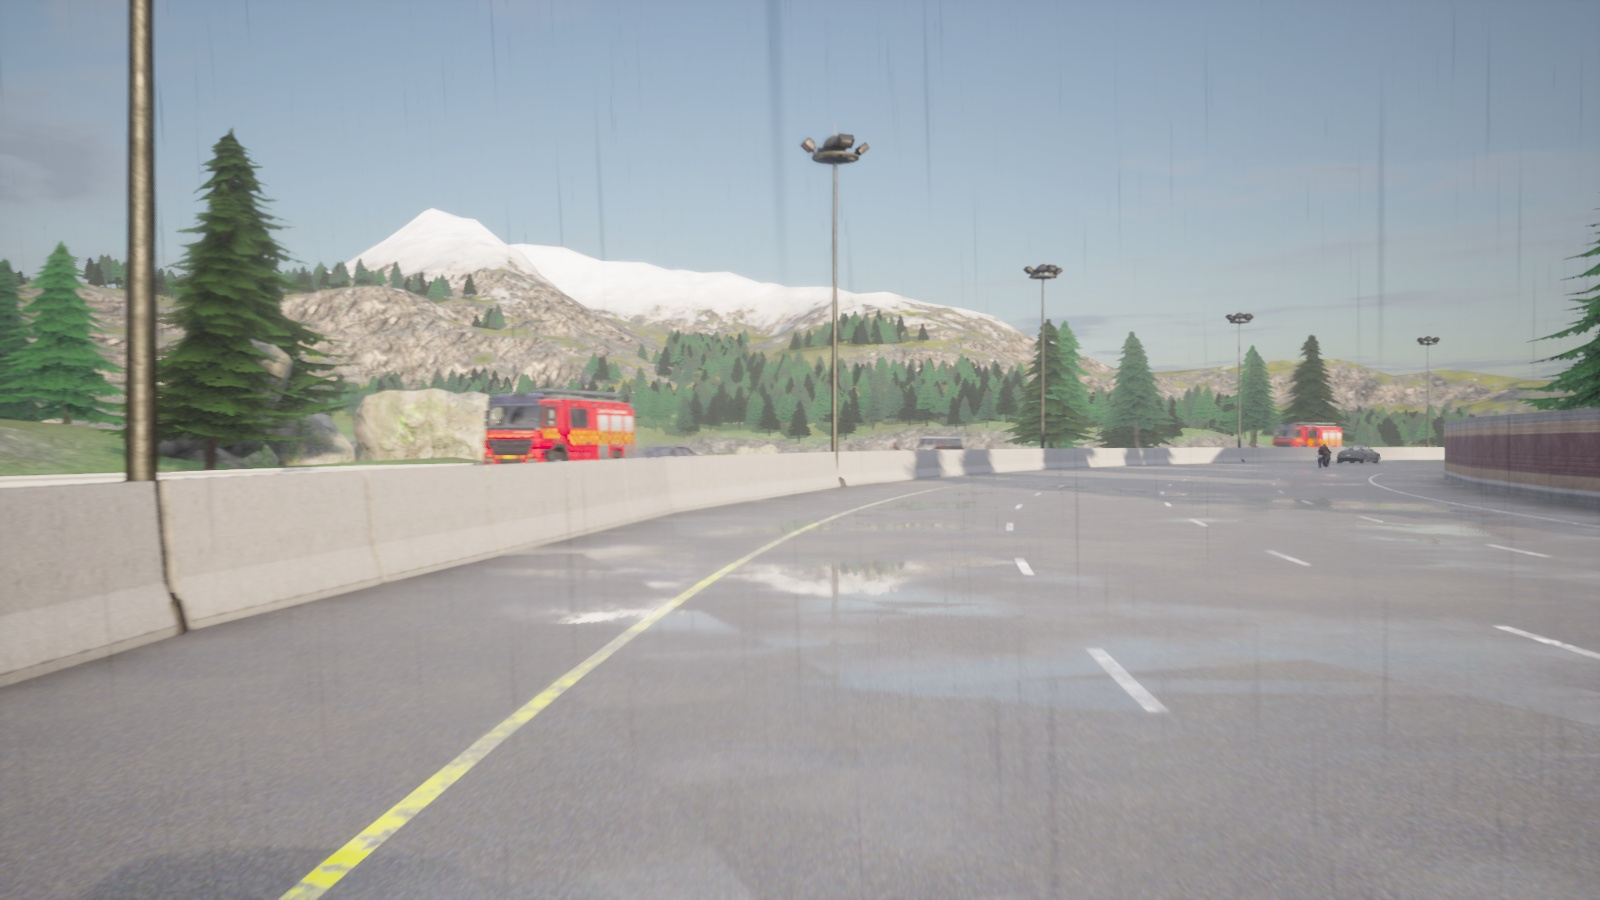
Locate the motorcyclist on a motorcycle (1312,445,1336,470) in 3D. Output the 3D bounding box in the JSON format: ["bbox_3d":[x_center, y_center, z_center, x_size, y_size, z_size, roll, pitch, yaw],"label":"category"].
[{"bbox_3d":[32.596,0.459,78.122,0.866,1.530,2.191,1,1,36],"label":"motorcyclist on a motorcycle"}]

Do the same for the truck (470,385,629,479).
[{"bbox_3d":[-10.866,-0.767,55.540,2.891,3.827,8.468,0,0,21],"label":"truck"}]

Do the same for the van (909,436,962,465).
[{"bbox_3d":[9.495,0.042,87.694,1.775,1.987,4.442,0,0,34],"label":"van"}]

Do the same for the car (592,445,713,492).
[{"bbox_3d":[-4.673,0.550,40.784,2.033,1.411,5.357,0,0,15],"label":"car"}]
